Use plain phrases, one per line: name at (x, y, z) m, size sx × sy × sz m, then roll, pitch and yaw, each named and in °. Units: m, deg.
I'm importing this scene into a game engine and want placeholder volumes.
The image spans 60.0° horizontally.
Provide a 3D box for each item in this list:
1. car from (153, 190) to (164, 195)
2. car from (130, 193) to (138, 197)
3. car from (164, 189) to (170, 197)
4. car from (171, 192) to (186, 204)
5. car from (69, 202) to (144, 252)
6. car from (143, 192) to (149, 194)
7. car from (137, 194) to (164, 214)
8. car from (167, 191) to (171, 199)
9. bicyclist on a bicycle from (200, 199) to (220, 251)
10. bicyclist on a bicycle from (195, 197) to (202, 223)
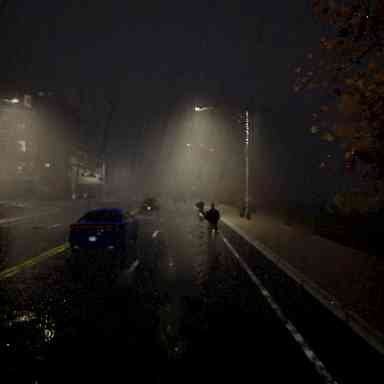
car at (-9.473, 0.726, 92.112) m, size 1.994 × 1.385 × 4.181 m, roll 0°, pitch 1°, yaw -8°
car at (-15.908, 0.789, 91.189) m, size 1.895 × 1.301 × 4.718 m, roll 0°, pitch 1°, yaw -8°
car at (-6.250, 0.663, 92.530) m, size 1.837 × 1.490 × 4.892 m, roll 0°, pitch 1°, yaw -8°
car at (-1.966, 1.044, 52.755) m, size 1.837 × 1.490 × 4.892 m, roll 0°, pitch 1°, yaw -4°
car at (-3.308, 1.367, 13.382) m, size 1.882 × 1.535 × 5.008 m, roll 0°, pitch 0°, yaw -1°
car at (-12.695, 0.722, 91.681) m, size 2.033 × 1.411 × 5.357 m, roll 0°, pitch 1°, yaw -8°
car at (-3.925, 1.255, 31.808) m, size 1.812 × 1.442 × 4.674 m, roll 0°, pitch 1°, yaw -3°
car at (-3.725, 0.964, 71.406) m, size 1.895 × 1.301 × 4.718 m, roll 0°, pitch 1°, yaw -6°
bicyclist on a bicycle at (0.756, 1.263, 12.536) m, size 0.659 × 1.776 × 1.843 m, roll 0°, pitch 1°, yaw -1°
bicyclist on a bicycle at (0.526, 1.184, 21.609) m, size 0.659 × 1.776 × 1.843 m, roll 0°, pitch 1°, yaw -2°
